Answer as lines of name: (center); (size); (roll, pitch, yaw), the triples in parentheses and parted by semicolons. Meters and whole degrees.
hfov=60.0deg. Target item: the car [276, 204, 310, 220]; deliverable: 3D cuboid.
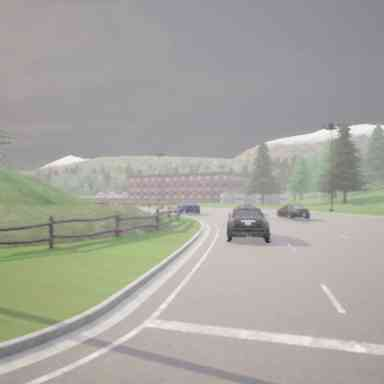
car: (9.807, 1.924, 32.429); (1.812, 1.442, 4.674); (0, -1, -9)

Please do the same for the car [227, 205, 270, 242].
car: (3.009, 1.581, 18.065); (2.097, 1.767, 4.553); (0, -1, 8)

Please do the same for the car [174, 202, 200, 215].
car: (-0.728, 2.034, 42.476); (1.882, 1.535, 5.008); (1, -1, -26)

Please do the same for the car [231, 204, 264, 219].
car: (5.703, 2.006, 34.957); (1.994, 1.385, 4.181); (0, -1, -13)

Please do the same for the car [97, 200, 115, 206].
car: (-19.794, 2.573, 76.509); (4.674, 1.442, 1.812); (-1, -1, 28)
